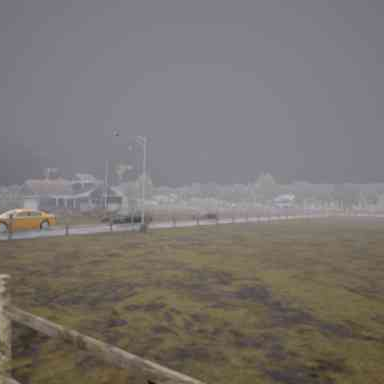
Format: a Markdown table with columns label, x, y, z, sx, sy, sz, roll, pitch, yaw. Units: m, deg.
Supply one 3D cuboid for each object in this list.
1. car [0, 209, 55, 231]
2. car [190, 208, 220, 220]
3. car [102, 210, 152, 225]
| label | x | y | z | sx | sy | sz | roll | pitch | yaw |
| --- | --- | --- | --- | --- | --- | --- | --- | --- | --- |
| car | -12.345 | 1.984 | 23.811 | 1.882 | 1.535 | 5.008 | 0 | -2 | 34 |
| car | 1.773 | 2.850 | 43.790 | 2.097 | 1.767 | 4.553 | 0 | -2 | 37 |
| car | -6.194 | 2.481 | 32.581 | 2.033 | 1.411 | 5.357 | 0 | -2 | 35 |
